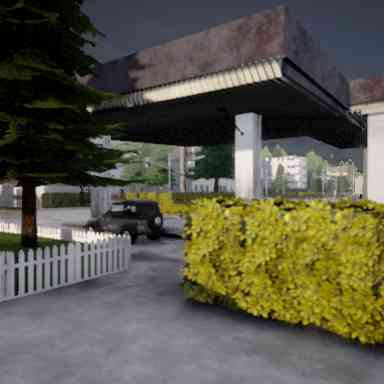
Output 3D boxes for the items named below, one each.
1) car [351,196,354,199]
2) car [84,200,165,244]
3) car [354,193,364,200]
[{"bbox_3d":[30.853,1.277,61.803,2.007,1.523,4.514,0,0,35],"label":"car"},{"bbox_3d":[-3.081,1.290,15.316,3.866,1.878,1.905,0,0,35],"label":"car"},{"bbox_3d":[23.620,1.063,45.048,1.905,1.878,3.866,0,0,35],"label":"car"}]
